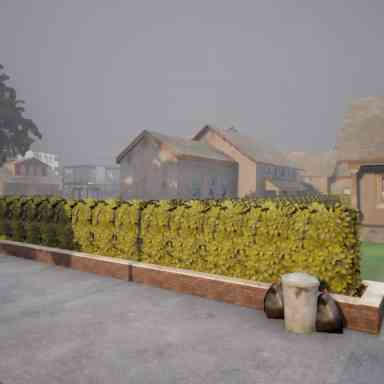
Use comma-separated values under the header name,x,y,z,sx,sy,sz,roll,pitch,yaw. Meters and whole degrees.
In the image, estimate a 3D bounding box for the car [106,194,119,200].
name,x,y,z,sx,sy,sz,roll,pitch,yaw
car,-9.232,1.223,44.981,2.150,2.045,5.566,0,0,36
